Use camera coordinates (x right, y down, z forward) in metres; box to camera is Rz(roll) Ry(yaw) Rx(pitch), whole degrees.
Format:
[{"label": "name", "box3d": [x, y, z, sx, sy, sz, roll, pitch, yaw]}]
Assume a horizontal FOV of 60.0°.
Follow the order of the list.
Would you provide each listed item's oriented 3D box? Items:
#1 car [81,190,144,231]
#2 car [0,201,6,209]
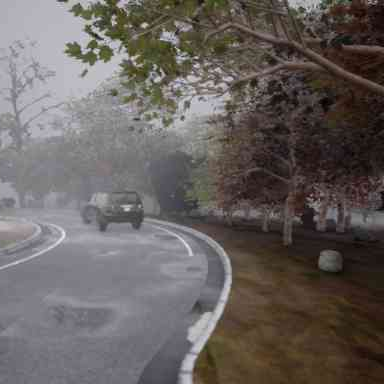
[{"label": "car", "box3d": [-4.586, 0.913, 18.772, 2.150, 2.045, 5.566, 1, 0, -31]}, {"label": "car", "box3d": [-17.667, 0.930, 26.560, 4.718, 1.301, 1.895, 1, 1, 5]}]
